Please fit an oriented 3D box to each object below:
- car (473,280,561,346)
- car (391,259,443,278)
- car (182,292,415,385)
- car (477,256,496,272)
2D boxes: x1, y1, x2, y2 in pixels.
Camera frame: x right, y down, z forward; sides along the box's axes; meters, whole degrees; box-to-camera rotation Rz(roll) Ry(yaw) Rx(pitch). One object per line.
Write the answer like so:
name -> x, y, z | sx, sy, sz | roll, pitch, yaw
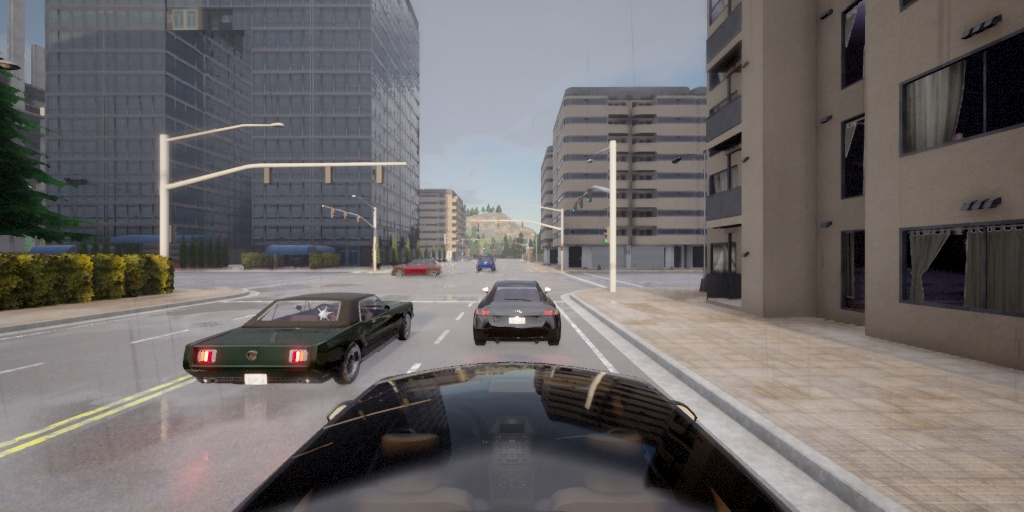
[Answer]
car -> 0.123, 1.314, 9.464 | 1.994, 1.385, 4.181 | 0, 0, 0
car -> -8.828, 1.101, 33.471 | 4.553, 1.767, 2.097 | 0, 0, 0
car -> -3.386, 1.351, 6.984 | 1.895, 1.301, 4.718 | 0, 0, 0
car -> -3.247, 0.971, 46.228 | 2.150, 2.045, 5.566 | 0, 0, 0
